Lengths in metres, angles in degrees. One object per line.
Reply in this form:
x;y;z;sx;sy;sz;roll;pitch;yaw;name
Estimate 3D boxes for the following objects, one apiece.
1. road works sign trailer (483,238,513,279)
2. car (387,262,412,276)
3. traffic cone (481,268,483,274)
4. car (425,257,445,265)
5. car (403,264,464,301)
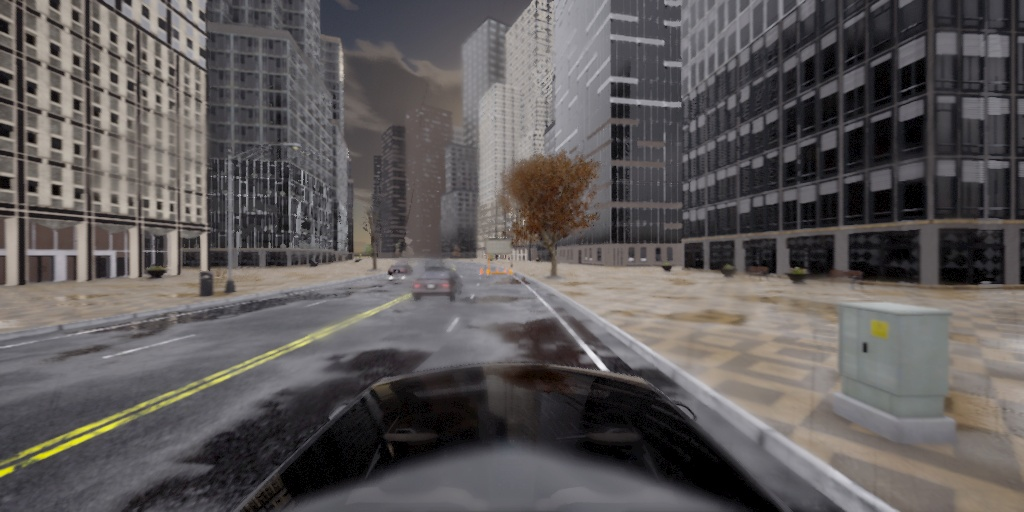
-1.200;0.207;32.422;2.380;3.560;2.880;0;0;-5;road works sign trailer
-11.595;1.353;37.476;1.994;1.385;4.181;0;0;-5;car
-3.241;1.701;39.259;0.340;0.580;0.340;0;0;-5;traffic cone
-8.627;1.122;40.444;2.097;1.767;4.553;0;0;-6;car
-3.467;1.309;17.408;2.033;1.411;5.357;0;0;-3;car
